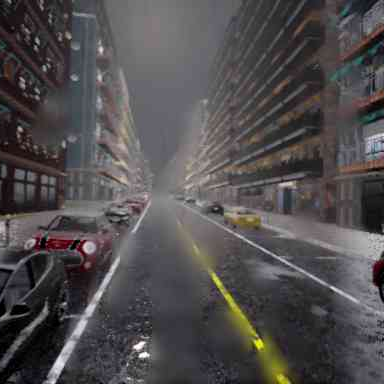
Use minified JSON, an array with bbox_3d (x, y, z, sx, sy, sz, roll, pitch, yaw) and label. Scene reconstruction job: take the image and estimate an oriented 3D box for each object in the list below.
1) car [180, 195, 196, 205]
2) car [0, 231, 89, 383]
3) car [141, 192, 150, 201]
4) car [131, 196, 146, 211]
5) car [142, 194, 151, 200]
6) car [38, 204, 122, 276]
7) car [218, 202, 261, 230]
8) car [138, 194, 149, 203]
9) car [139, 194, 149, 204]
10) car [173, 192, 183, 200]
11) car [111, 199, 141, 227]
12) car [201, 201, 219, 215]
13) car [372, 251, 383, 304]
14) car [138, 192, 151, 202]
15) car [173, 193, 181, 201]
[{"bbox_3d":[-0.336,1.481,55.685,2.008,1.369,4.403,4,0,-6],"label":"car"},{"bbox_3d":[-2.824,1.473,4.165,1.947,1.339,4.313,4,0,-6],"label":"car"},{"bbox_3d":[-8.150,1.211,54.694,1.752,1.417,4.829,4,0,-6],"label":"car"},{"bbox_3d":[-5.793,1.327,32.332,1.887,1.381,4.507,4,0,-6],"label":"car"},{"bbox_3d":[-10.545,1.146,77.396,2.008,1.369,4.403,4,0,-6],"label":"car"},{"bbox_3d":[-3.409,1.322,9.798,1.967,1.590,4.097,4,0,-6],"label":"car"},{"bbox_3d":[3.212,1.601,22.056,1.752,1.417,4.829,4,0,-6],"label":"car"},{"bbox_3d":[-8.744,1.189,60.327,1.752,1.417,4.829,4,0,-6],"label":"car"},{"bbox_3d":[-6.981,1.277,43.599,1.887,1.381,4.507,4,0,-6],"label":"car"},{"bbox_3d":[-3.887,1.115,89.484,2.192,1.841,5.009,4,0,-6],"label":"car"},{"bbox_3d":[-4.605,1.383,21.065,2.008,1.369,4.403,4,0,-6],"label":"car"},{"bbox_3d":[2.039,1.593,33.154,1.947,1.339,4.313,4,0,-6],"label":"car"},{"bbox_3d":[5.025,1.467,4.987,2.192,1.841,5.009,4,0,-6],"label":"car"},{"bbox_3d":[-9.342,0.956,66.130,2.192,1.841,5.009,4,0,-6],"label":"car"},{"bbox_3d":[-2.714,1.406,78.218,1.947,1.339,4.313,4,0,-6],"label":"car"}]
